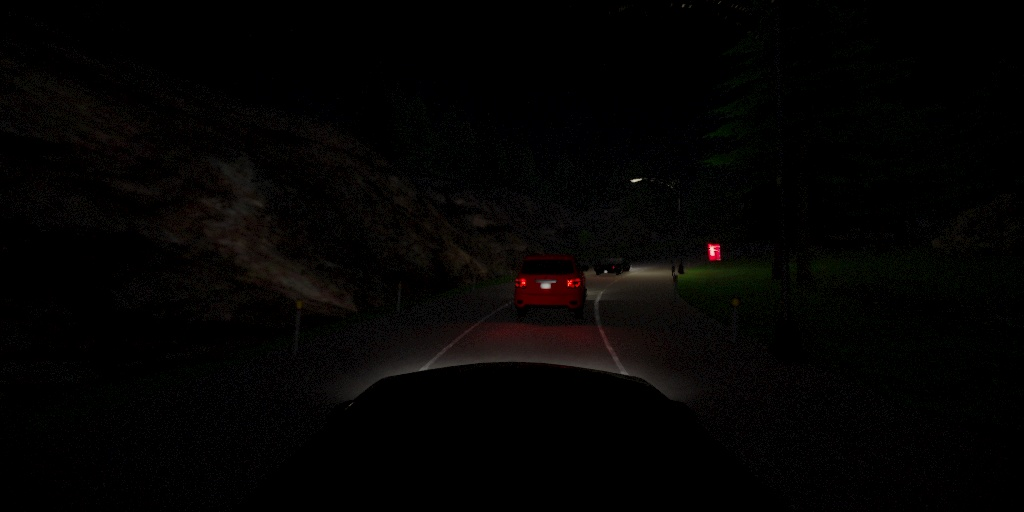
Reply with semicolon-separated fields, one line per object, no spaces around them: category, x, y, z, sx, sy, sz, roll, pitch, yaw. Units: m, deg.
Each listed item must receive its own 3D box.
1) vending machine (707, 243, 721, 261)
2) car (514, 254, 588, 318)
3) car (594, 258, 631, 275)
vending machine;21.616;-0.573;38.180;0.880;2.100;1.100;0;0;-41
car;1.560;0.930;13.124;2.150;2.045;5.566;-1;1;12
car;8.481;0.840;29.909;1.895;1.301;4.718;-2;2;31
